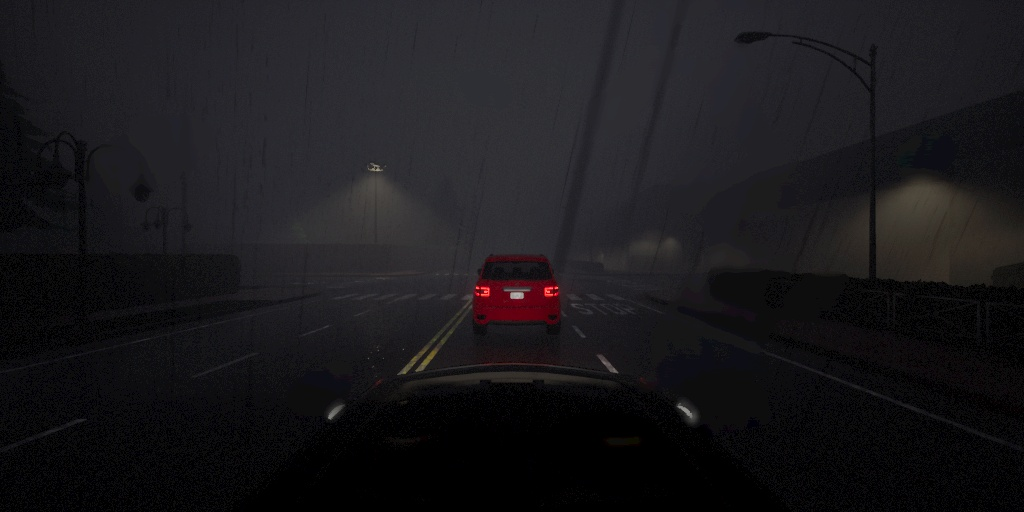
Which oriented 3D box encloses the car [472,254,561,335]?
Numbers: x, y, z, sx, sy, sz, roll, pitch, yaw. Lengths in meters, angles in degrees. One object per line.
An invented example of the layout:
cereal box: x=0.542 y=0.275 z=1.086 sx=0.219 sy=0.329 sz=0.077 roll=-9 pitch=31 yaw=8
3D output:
car: x=0.118 y=0.971 z=10.640 sx=2.150 sy=2.045 sz=5.566 roll=0 pitch=0 yaw=0

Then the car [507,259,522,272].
car: x=0.347 y=1.228 z=46.211 sx=1.882 sy=1.535 sz=5.008 roll=0 pitch=0 yaw=1
